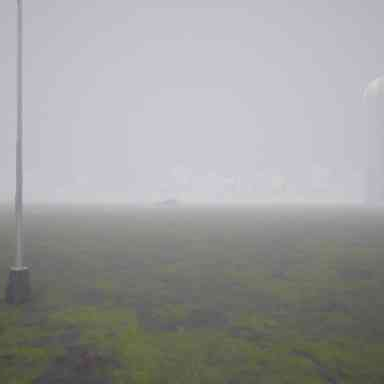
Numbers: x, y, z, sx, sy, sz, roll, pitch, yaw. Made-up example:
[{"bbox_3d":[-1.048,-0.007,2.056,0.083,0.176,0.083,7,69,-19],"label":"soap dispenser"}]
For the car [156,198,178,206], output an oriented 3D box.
[{"bbox_3d":[-4.684,1.829,62.238,1.882,1.535,5.008,-1,-1,35],"label":"car"}]
